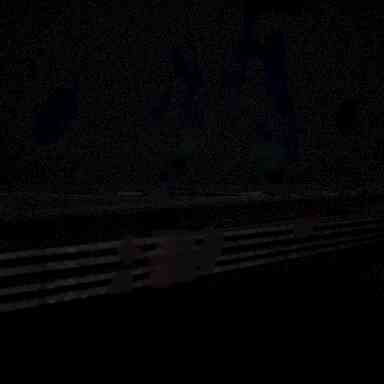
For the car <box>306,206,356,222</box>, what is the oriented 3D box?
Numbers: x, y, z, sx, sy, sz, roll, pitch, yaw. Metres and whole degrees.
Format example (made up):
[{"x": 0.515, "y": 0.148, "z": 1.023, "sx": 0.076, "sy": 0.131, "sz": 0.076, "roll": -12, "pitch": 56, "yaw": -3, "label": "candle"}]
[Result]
[{"x": 13.882, "y": 2.135, "z": 33.153, "sx": 5.357, "sy": 1.411, "sz": 2.033, "roll": -3, "pitch": 2, "yaw": -25, "label": "car"}]
